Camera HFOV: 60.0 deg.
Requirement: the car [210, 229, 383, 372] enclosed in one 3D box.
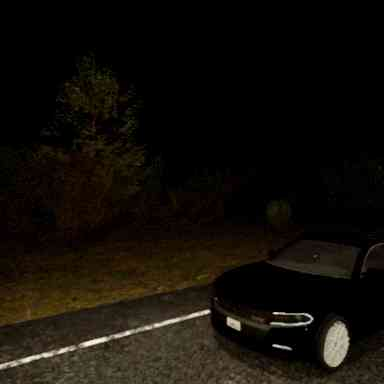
[{"bbox_3d":[2.579,1.471,5.838,5.008,1.535,1.882,0,0,-36],"label":"car"}]
